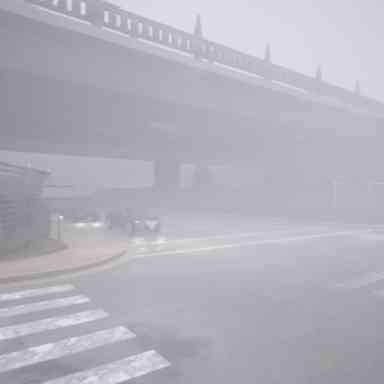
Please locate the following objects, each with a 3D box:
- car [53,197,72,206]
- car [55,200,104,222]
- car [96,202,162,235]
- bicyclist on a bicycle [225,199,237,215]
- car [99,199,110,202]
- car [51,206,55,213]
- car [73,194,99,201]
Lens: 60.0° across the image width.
[{"bbox_3d":[-22.454,1.618,57.447,1.882,1.535,5.008,1,0,-36],"label":"car"},{"bbox_3d":[-9.293,1.627,27.415,2.033,1.411,5.357,1,0,-36],"label":"car"},{"bbox_3d":[-3.538,1.575,19.544,2.128,1.511,4.902,1,0,-36],"label":"car"},{"bbox_3d":[4.011,1.537,33.760,1.656,1.620,0.582,0,0,-36],"label":"bicyclist on a bicycle"},{"bbox_3d":[-13.946,1.747,51.832,1.994,1.385,4.181,1,0,-36],"label":"car"},{"bbox_3d":[-15.058,1.427,35.320,2.097,1.767,4.553,1,0,-36],"label":"car"},{"bbox_3d":[-16.137,1.368,48.891,2.150,2.045,5.566,1,0,-36],"label":"car"}]
